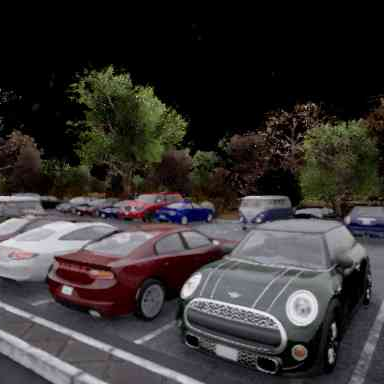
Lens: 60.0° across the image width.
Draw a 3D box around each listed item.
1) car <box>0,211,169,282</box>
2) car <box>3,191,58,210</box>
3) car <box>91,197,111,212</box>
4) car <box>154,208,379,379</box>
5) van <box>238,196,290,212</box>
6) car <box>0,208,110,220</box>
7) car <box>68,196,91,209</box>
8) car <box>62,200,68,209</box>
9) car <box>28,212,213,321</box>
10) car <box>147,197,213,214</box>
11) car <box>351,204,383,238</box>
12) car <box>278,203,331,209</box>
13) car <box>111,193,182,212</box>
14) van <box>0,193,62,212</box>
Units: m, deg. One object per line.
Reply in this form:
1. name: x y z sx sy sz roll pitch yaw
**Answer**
1. car: -2.919 1.485 9.086 2.002 1.452 4.674 0 0 35
2. car: -16.454 0.850 34.058 2.185 1.767 4.553 1 1 35
3. car: -5.041 1.302 25.970 2.163 1.488 4.792 1 1 35
4. car: 1.713 1.340 5.846 2.185 1.767 4.553 0 0 35
5. van: 4.239 1.218 19.281 1.878 1.987 4.442 0 0 35
6. car: -5.229 1.470 10.729 2.002 1.452 4.674 0 0 35
7. car: -7.345 1.242 27.603 2.163 1.488 4.792 1 1 35
8. car: -9.524 1.156 29.192 2.231 1.521 4.892 1 1 35
9. car: -0.615 1.455 7.450 2.097 1.535 5.008 0 0 35
10. car: -0.411 1.389 22.718 2.097 1.535 5.008 2 1 35
11. car: 8.795 1.338 16.157 2.185 1.767 4.553 0 0 35
12. car: 6.631 1.483 17.769 2.163 1.488 4.792 0 0 35
13. car: -2.733 1.081 24.335 2.435 2.045 5.566 1 1 35
14. van: -7.573 1.166 12.530 1.878 1.987 4.442 1 1 35
